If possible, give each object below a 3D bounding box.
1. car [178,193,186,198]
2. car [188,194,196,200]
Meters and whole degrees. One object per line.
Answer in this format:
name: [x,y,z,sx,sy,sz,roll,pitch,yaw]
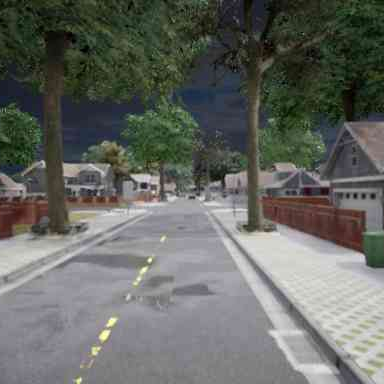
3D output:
car: [-2.735,1.017,91.579,1.837,1.490,4.892,0,0,0]
car: [0.014,1.339,85.326,1.882,1.535,5.008,0,0,0]
